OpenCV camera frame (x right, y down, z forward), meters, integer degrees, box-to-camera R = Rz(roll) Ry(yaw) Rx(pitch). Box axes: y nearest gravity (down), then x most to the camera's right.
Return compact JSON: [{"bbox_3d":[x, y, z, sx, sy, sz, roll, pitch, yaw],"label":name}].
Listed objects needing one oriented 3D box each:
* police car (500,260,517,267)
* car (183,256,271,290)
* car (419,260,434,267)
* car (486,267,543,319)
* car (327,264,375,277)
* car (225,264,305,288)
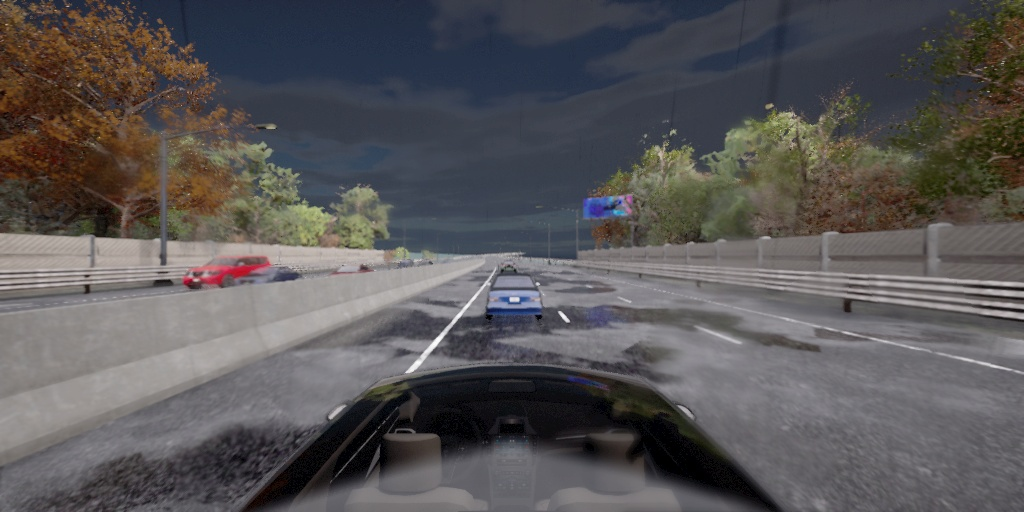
[{"bbox_3d":[-0.415,1.307,43.504,2.038,1.542,4.974,0,0,-1],"label":"police car"},{"bbox_3d":[-17.742,1.003,22.892,2.150,2.045,5.566,0,0,-1],"label":"car"},{"bbox_3d":[-15.136,1.384,63.547,1.994,1.385,4.181,0,0,-1],"label":"car"},{"bbox_3d":[0.055,1.312,12.915,2.033,1.411,5.357,0,0,0],"label":"car"},{"bbox_3d":[-10.759,1.307,24.248,1.812,1.442,4.674,0,0,-1],"label":"car"},{"bbox_3d":[-14.224,1.342,21.250,1.994,1.385,4.181,0,0,-1],"label":"car"}]
